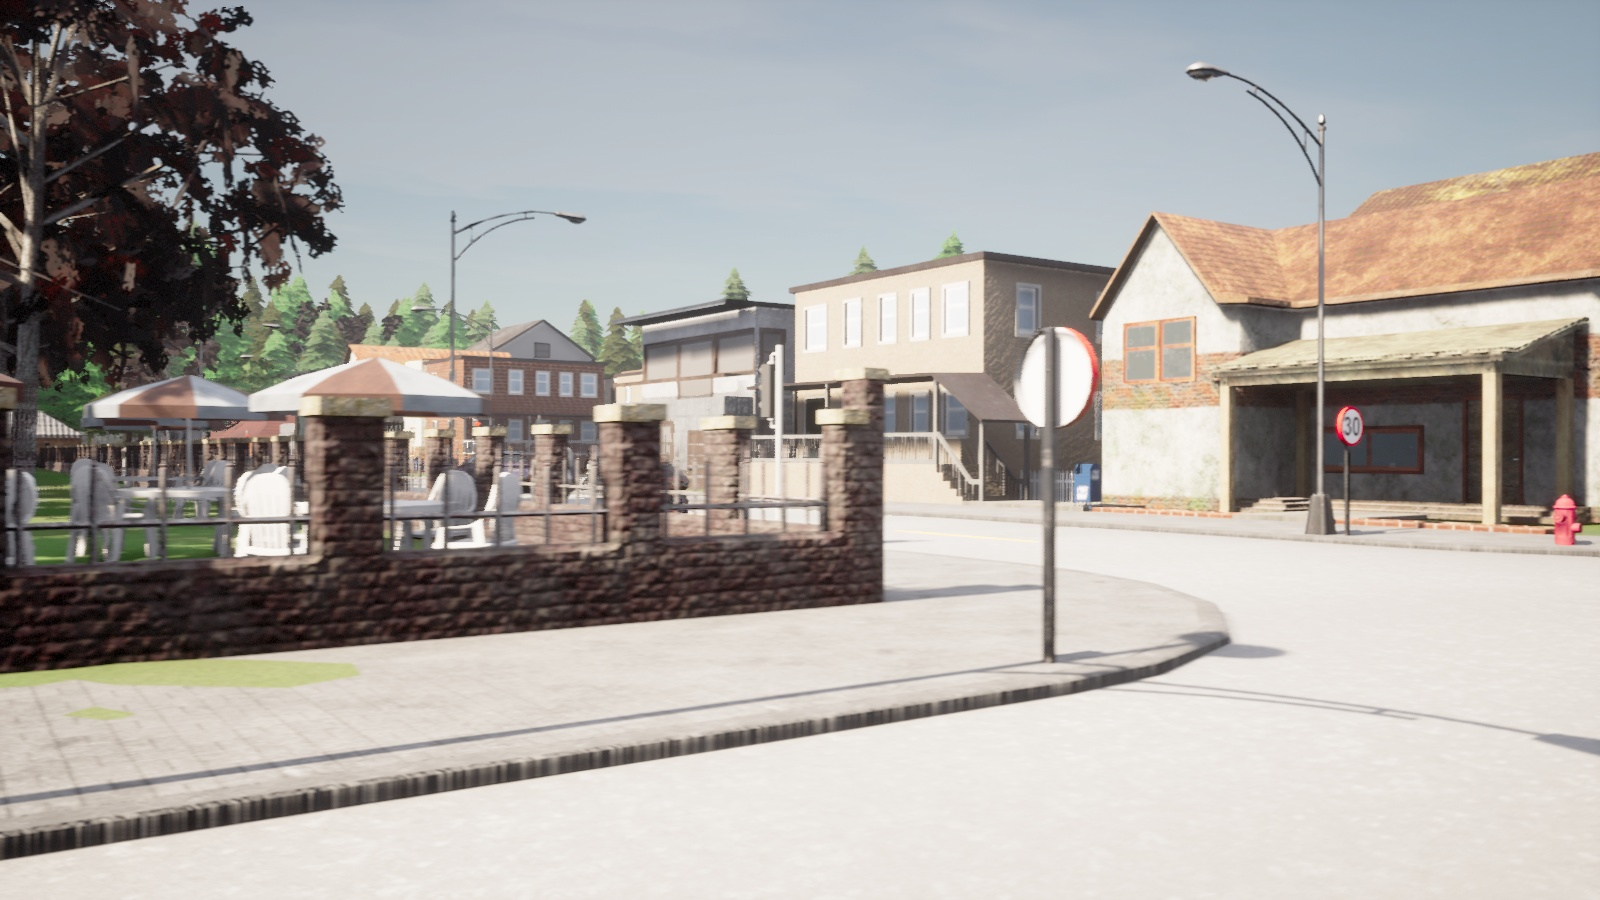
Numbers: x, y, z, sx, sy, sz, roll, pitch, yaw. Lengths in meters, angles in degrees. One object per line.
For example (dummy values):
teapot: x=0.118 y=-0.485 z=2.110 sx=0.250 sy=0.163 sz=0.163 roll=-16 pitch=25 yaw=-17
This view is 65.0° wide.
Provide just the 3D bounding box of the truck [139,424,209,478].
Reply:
truck: x=-42.079 y=0.082 z=84.239 sx=2.891 sy=3.462 sz=7.936 roll=0 pitch=0 yaw=-36

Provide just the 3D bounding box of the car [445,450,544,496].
car: x=-11.622 y=0.847 z=47.487 sx=2.033 sy=1.649 sz=4.856 roll=0 pitch=0 yaw=-35

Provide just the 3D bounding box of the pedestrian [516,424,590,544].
pedestrian: x=-3.959 y=0.527 z=20.100 sx=0.874 sy=1.855 sz=0.900 roll=0 pitch=0 yaw=-34

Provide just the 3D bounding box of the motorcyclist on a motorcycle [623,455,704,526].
motorcyclist on a motorcycle: x=-3.084 y=0.880 z=28.220 sx=0.866 sy=1.530 sz=2.191 roll=0 pitch=0 yaw=-35
